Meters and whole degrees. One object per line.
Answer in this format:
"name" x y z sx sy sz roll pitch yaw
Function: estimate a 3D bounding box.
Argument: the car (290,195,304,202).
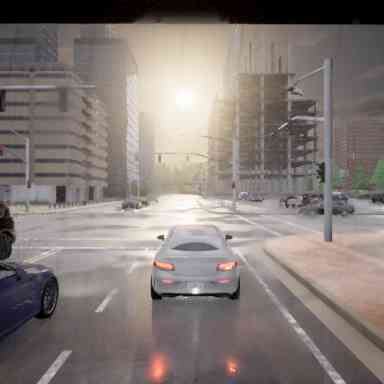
"car" 24.293 1.417 76.908 1.970 1.475 3.806 0 0 0

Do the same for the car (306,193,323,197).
"car" 15.968 1.169 44.300 1.905 1.878 3.866 0 0 0

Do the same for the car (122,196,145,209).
"car" -8.077 1.365 44.888 2.097 1.767 4.553 0 0 0

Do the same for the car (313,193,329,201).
"car" 29.872 1.175 76.983 1.932 1.855 4.605 0 0 0

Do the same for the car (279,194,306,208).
"car" 13.074 1.166 44.341 1.932 1.855 4.605 0 0 0

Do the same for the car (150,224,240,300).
"car" 0.072 1.528 8.298 1.812 1.442 4.674 0 0 0

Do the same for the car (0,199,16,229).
"car" -7.128 1.224 9.259 2.150 2.045 5.566 0 0 0

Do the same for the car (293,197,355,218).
"car" 12.104 1.500 30.107 4.902 1.511 2.128 0 0 0

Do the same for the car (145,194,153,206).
"car" -8.152 1.493 55.338 1.882 1.535 5.008 0 0 0

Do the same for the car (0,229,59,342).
"car" -3.441 1.527 4.425 1.812 1.442 4.674 0 0 0

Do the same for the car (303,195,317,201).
"car" 27.188 1.385 76.920 1.784 1.438 3.905 0 0 0

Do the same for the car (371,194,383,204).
"car" 35.491 1.171 61.947 1.932 1.855 4.605 0 0 0

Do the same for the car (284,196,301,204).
"car" 18.594 1.413 61.780 1.970 1.475 3.806 0 0 0

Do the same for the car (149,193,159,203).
"car" -8.176 1.242 69.005 2.150 2.045 5.566 0 0 0
